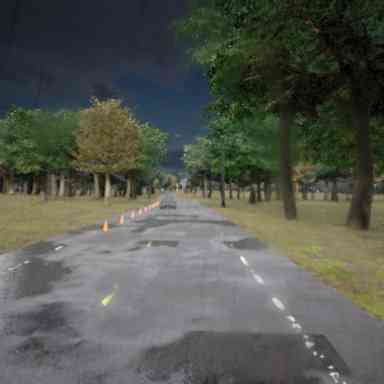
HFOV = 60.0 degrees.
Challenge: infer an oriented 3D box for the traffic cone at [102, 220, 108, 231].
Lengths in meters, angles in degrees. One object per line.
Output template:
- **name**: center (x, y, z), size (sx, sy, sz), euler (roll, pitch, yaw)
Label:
- **traffic cone**: center (-5.043, 1.947, 19.480), size (0.340, 0.580, 0.340), euler (0, 0, -1)

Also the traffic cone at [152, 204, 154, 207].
- **traffic cone**: center (-5.634, 1.951, 44.417), size (0.340, 0.580, 0.340), euler (0, 0, -2)

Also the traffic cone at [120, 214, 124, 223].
- **traffic cone**: center (-5.124, 1.946, 24.468), size (0.340, 0.580, 0.340), euler (0, 0, -1)

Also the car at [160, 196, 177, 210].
- **car**: center (-2.954, 1.558, 41.680), size (1.994, 1.385, 4.181), euler (0, 0, -2)

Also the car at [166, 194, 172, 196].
- **car**: center (-6.322, 1.411, 92.871), size (2.097, 1.767, 4.553), euler (0, 0, -12)
